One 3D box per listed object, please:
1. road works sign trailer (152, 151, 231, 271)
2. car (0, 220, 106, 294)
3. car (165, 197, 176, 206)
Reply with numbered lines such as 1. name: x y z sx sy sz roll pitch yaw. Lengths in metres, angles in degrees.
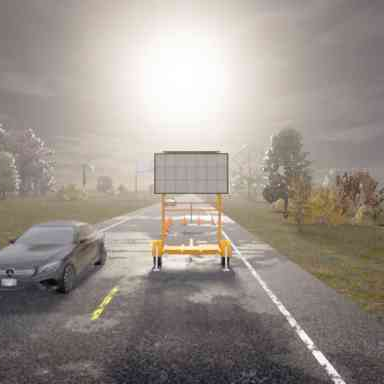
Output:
1. road works sign trailer: -0.019 0.465 10.890 2.380 3.560 2.880 0 0 0
2. car: -3.616 1.526 8.902 1.812 1.442 4.674 0 0 0
3. car: -3.594 1.578 53.912 2.033 1.411 5.357 0 0 0
